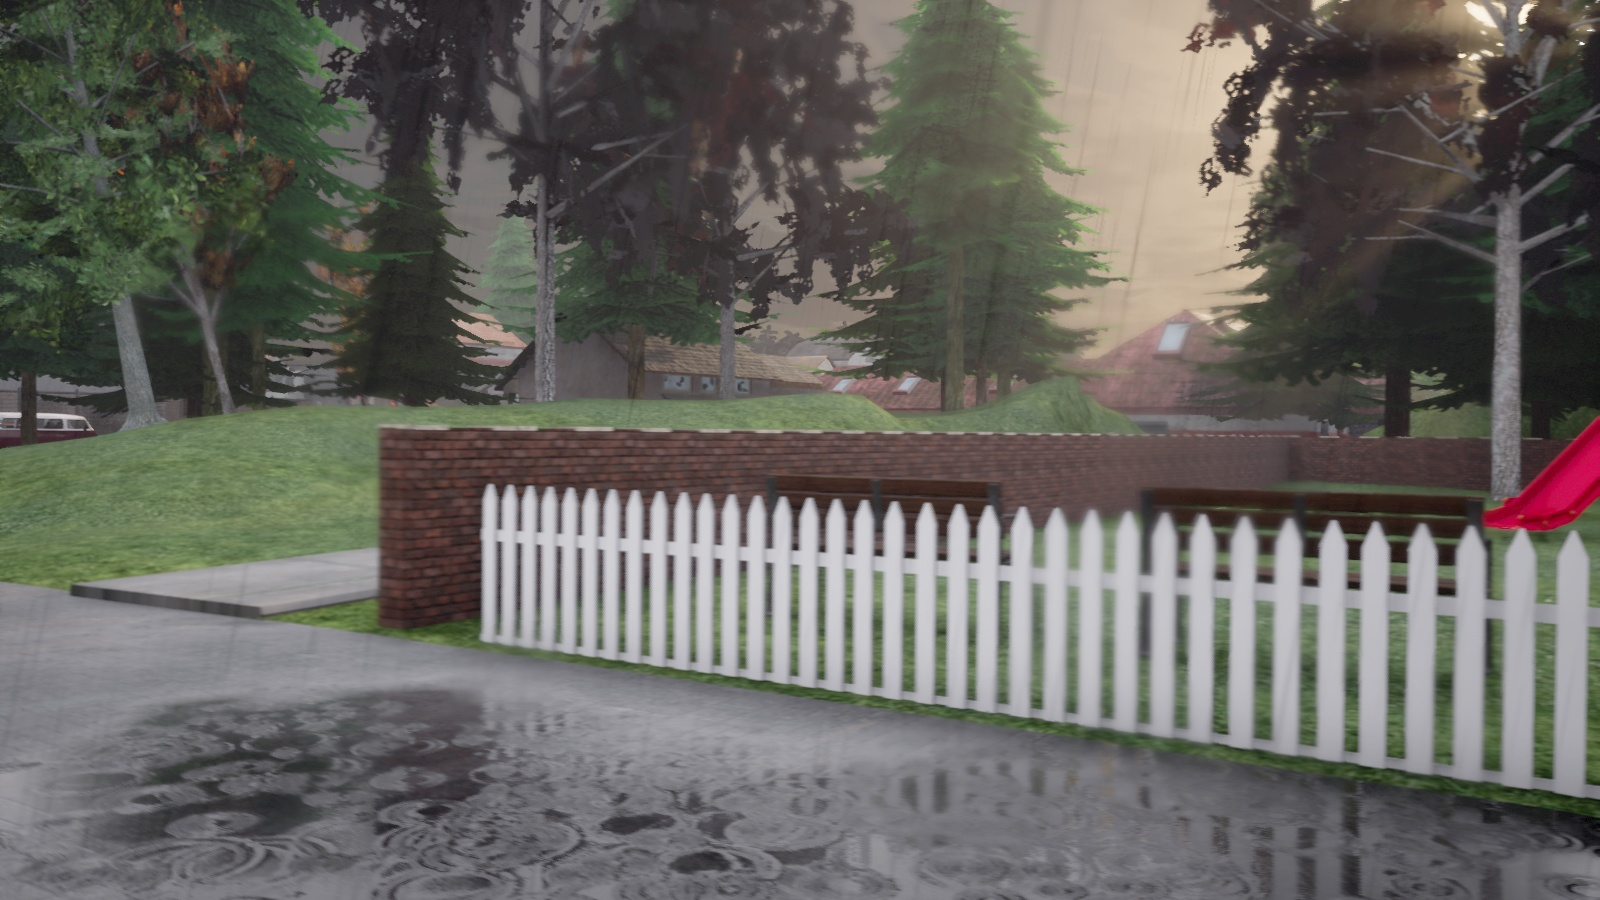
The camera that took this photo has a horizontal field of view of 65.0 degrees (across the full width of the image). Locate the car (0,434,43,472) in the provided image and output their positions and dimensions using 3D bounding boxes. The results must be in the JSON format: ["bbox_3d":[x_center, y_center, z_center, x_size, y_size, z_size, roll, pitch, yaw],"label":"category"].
[{"bbox_3d":[-36.099,0.149,54.908,2.242,1.667,4.611,0,1,34],"label":"car"}]

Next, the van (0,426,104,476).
[{"bbox_3d":[-32.370,0.016,53.293,2.069,2.038,4.480,0,1,34],"label":"van"}]
